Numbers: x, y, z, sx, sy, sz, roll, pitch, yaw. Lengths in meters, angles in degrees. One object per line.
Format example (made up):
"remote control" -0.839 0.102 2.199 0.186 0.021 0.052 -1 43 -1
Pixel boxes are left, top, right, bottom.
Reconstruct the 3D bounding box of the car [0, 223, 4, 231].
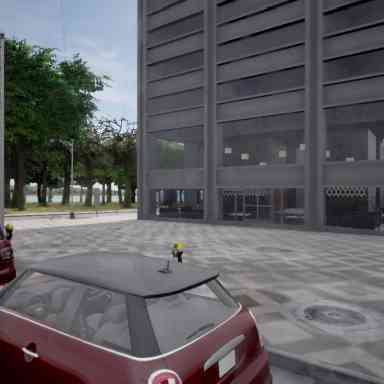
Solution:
"car" -5.715 1.315 7.036 5.009 1.841 2.192 0 0 35

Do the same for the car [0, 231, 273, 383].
"car" -1.287 1.440 3.879 4.097 1.590 1.967 0 0 35
